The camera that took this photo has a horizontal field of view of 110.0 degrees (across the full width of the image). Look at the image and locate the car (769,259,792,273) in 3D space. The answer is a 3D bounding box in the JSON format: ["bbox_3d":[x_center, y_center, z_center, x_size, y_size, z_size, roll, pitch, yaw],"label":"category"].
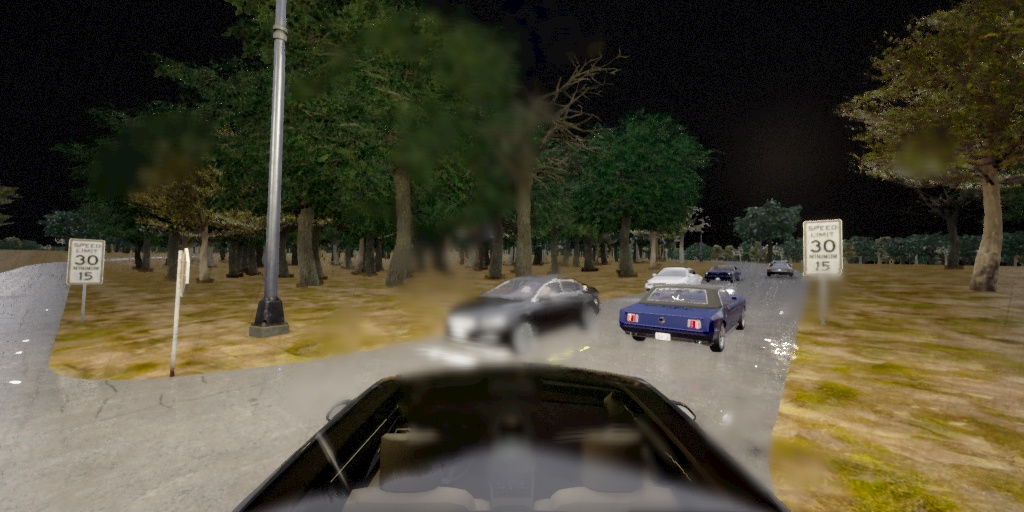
[{"bbox_3d":[31.819,1.153,42.629,2.128,1.511,4.902,-1,0,36],"label":"car"}]

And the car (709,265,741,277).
[{"bbox_3d":[16.428,1.360,27.890,1.895,1.301,4.718,-1,0,40],"label":"car"}]

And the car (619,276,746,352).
[{"bbox_3d":[4.506,1.348,8.983,1.895,1.301,4.718,-1,-1,40],"label":"car"}]

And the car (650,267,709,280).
[{"bbox_3d":[8.407,1.303,18.393,1.812,1.442,4.674,-1,-1,40],"label":"car"}]

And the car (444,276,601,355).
[{"bbox_3d":[0.520,1.280,9.057,2.128,1.511,4.902,-1,-1,40],"label":"car"}]

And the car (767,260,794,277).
[{"bbox_3d":[25.866,1.257,34.586,1.994,1.385,4.181,-1,0,38],"label":"car"}]
